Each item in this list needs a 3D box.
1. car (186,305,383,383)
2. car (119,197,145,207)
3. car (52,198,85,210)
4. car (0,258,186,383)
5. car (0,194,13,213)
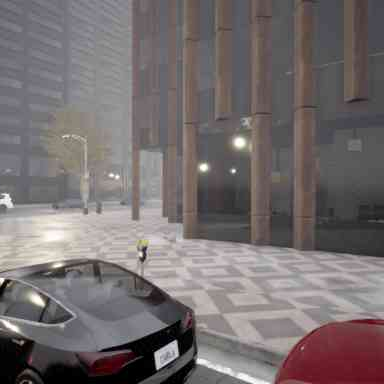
[{"bbox_3d":[2.661,1.315,1.061,5.009,1.841,2.192,0,0,36],"label":"car"},{"bbox_3d":[-9.096,1.476,50.936,1.994,1.385,4.181,0,0,35],"label":"car"},{"bbox_3d":[-15.438,1.499,42.020,1.994,1.385,4.181,0,0,36],"label":"car"},{"bbox_3d":[-1.925,1.566,4.338,4.313,1.339,1.947,0,0,36],"label":"car"},{"bbox_3d":[-21.283,1.178,33.810,2.150,2.045,5.566,0,0,35],"label":"car"}]
